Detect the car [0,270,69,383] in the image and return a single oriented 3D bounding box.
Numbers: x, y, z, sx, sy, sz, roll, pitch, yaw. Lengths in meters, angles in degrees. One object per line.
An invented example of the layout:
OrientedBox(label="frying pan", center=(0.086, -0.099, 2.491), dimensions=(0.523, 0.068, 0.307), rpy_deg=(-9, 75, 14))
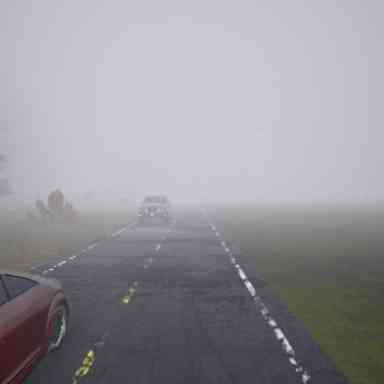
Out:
OrientedBox(label="car", center=(-2.835, 1.566, 3.325), dimensions=(1.994, 1.385, 4.181), rpy_deg=(0, 0, 0))

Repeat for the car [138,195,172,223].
OrientedBox(label="car", center=(-2.774, 1.252, 26.045), dimensions=(2.150, 2.045, 5.566), rpy_deg=(0, -1, 0))
